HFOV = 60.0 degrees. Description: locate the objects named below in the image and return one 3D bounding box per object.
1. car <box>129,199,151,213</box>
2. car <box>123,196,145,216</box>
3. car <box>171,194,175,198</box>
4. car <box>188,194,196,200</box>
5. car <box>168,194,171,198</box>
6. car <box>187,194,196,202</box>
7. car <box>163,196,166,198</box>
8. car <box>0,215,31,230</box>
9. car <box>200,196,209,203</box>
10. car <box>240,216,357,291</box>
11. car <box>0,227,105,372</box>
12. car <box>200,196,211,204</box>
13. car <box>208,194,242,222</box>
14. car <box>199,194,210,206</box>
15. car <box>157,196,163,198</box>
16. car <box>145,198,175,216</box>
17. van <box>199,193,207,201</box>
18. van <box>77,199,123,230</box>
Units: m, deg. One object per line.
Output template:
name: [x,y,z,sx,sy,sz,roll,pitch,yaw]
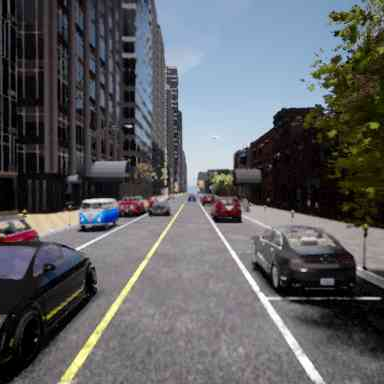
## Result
car: [-5.708,1.500,37.047,1.752,1.417,4.829,-1,0,0]
car: [-5.710,1.294,31.682,2.192,1.841,5.009,-1,0,0]
car: [-5.718,1.376,92.566,1.967,1.590,4.097,-1,0,0]
car: [-0.013,1.250,81.949,1.882,1.535,5.008,0,0,0]
car: [-5.713,1.481,64.721,1.752,1.417,4.829,-1,0,0]
car: [-0.011,1.414,71.665,1.882,1.535,5.008,0,0,0]
car: [-5.712,1.485,59.187,1.752,1.417,4.829,-1,0,0]
car: [-5.717,1.435,8.815,1.967,1.590,4.097,-1,0,0]
car: [2.668,1.533,70.415,1.802,1.307,4.206,-1,0,0]
car: [2.688,1.545,8.800,2.008,1.369,4.403,-1,0,0]
car: [-3.082,1.560,5.594,1.994,1.385,4.181,0,0,1]
car: [2.668,1.521,64.880,1.947,1.339,4.313,-1,0,0]
car: [2.670,1.298,26.139,2.192,1.841,5.009,-1,0,0]
car: [2.666,1.278,53.812,2.192,1.841,5.009,-1,0,0]
car: [-5.710,1.512,48.287,1.887,1.381,4.507,-1,0,0]
car: [-3.013,1.543,31.876,1.994,1.385,4.181,0,0,1]
van: [2.662,1.284,81.483,1.690,1.788,3.998,-1,0,0]
van: [-5.709,1.328,20.613,1.690,1.788,3.998,-1,0,0]
